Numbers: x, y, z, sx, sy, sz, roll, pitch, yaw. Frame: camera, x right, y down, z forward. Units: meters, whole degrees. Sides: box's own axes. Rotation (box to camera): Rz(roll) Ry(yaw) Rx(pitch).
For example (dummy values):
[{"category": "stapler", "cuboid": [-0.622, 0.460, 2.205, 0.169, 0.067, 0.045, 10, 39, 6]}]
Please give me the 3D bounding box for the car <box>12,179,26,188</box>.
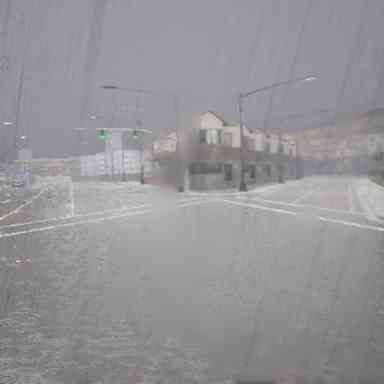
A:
[{"category": "car", "cuboid": [-31.144, -1.546, 59.848, 1.812, 1.442, 4.674, -3, 4, -20]}]
